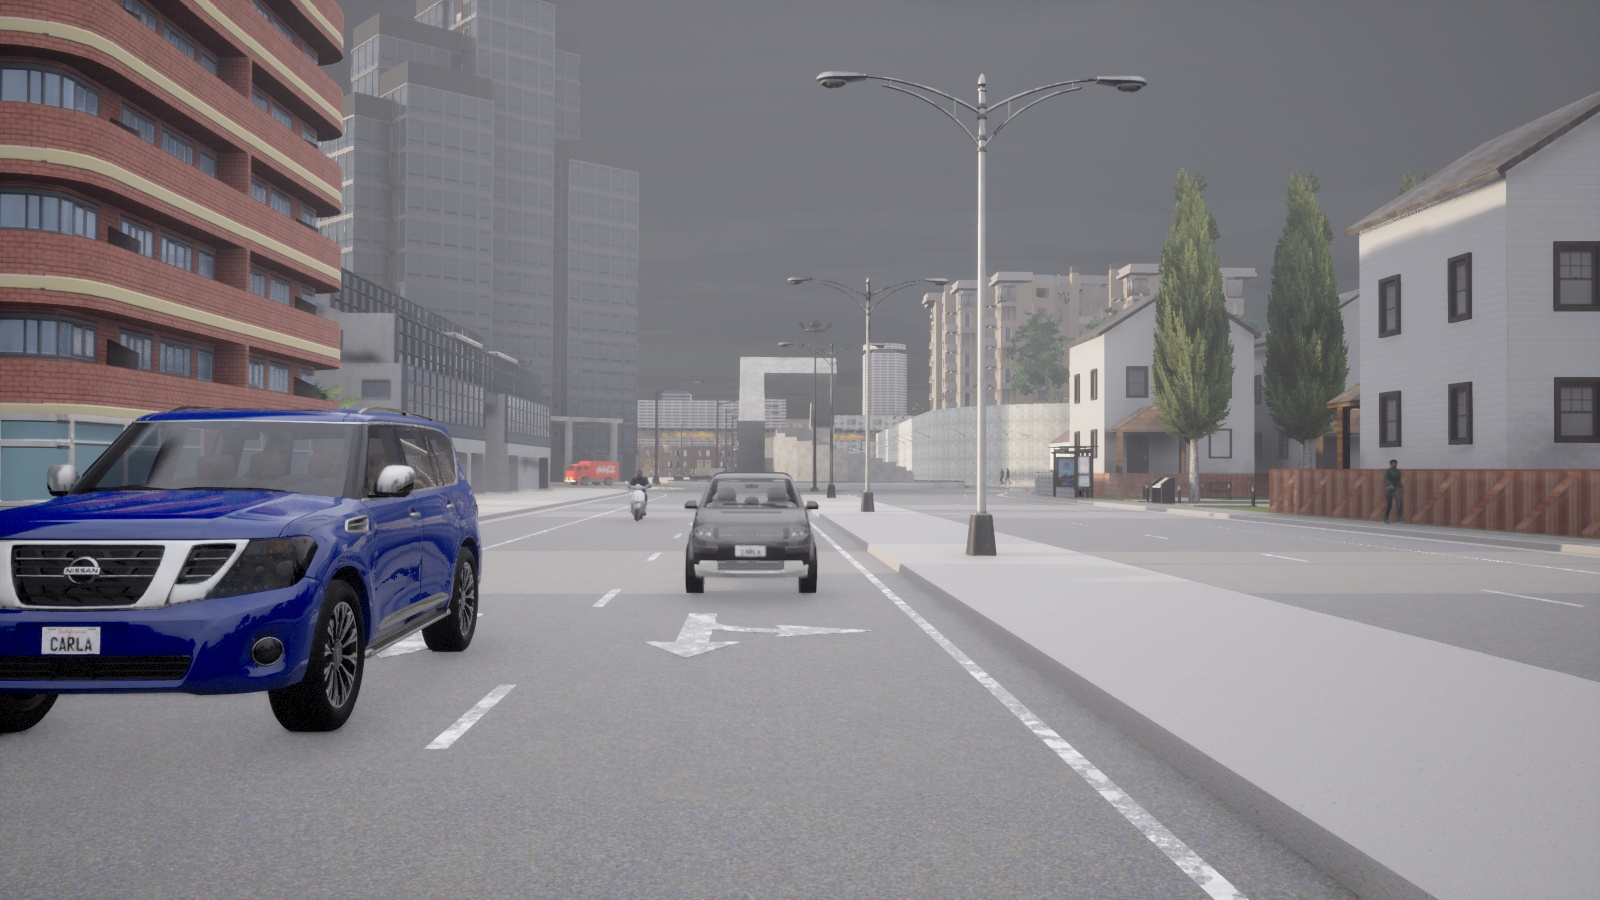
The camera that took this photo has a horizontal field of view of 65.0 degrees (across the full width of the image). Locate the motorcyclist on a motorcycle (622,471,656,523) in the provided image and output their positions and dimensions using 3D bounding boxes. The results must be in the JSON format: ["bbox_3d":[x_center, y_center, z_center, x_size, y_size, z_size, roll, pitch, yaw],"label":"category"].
[{"bbox_3d":[-4.980,1.439,38.896,0.866,1.590,1.817,0,-1,-2],"label":"motorcyclist on a motorcycle"}]

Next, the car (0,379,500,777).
[{"bbox_3d":[-3.854,0.704,9.265,2.150,2.045,5.566,0,-1,-2],"label":"car"}]

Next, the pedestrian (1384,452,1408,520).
[{"bbox_3d":[16.393,0.983,34.554,0.353,1.847,0.614,0,-1,-2],"label":"pedestrian"}]

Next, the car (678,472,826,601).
[{"bbox_3d":[-0.649,1.082,17.108,1.789,1.549,3.705,0,-1,-2],"label":"car"}]
